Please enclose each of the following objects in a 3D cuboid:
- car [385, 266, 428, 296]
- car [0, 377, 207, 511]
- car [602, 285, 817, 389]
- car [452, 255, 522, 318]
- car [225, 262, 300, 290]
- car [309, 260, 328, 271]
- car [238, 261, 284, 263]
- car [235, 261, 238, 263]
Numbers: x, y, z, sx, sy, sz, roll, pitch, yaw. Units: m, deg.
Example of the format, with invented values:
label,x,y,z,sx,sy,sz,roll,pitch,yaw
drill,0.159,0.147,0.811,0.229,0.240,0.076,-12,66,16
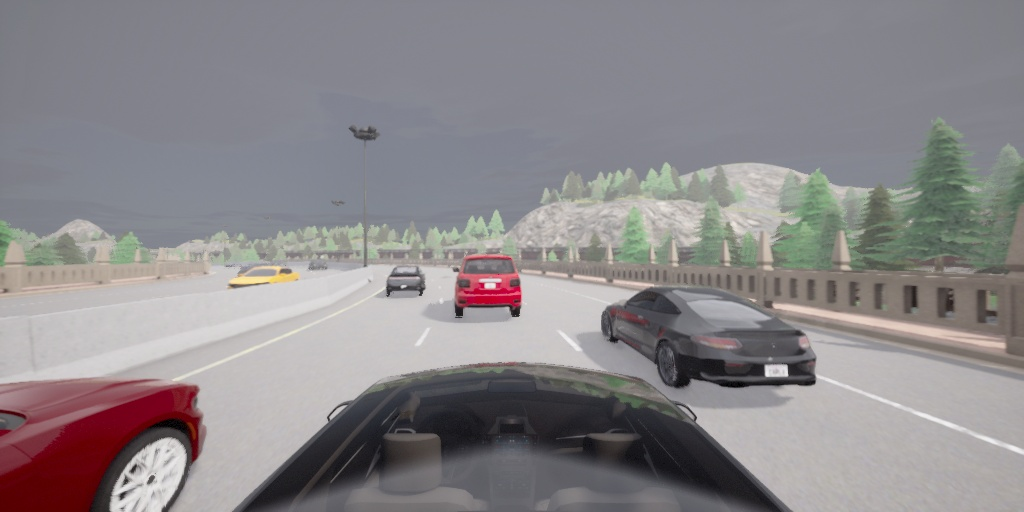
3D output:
label,x,y,z,sx,sy,sz,roll,pitch,yaw
car,-5.699,1.281,19.606,2.128,1.511,4.902,0,0,-12
car,-3.546,1.232,1.008,1.882,1.535,5.008,0,0,0
car,3.172,1.274,6.787,1.812,1.442,4.674,0,0,-3
car,-1.010,0.986,13.348,2.150,2.045,5.566,0,0,-8
car,-12.878,1.291,18.925,1.882,1.535,5.008,0,0,-13
car,-29.822,1.351,55.322,2.097,1.767,4.553,0,0,-37
car,-18.730,1.368,27.007,1.837,1.490,4.892,0,0,-19
car,-26.672,1.503,37.056,1.994,1.385,4.181,0,0,-27
